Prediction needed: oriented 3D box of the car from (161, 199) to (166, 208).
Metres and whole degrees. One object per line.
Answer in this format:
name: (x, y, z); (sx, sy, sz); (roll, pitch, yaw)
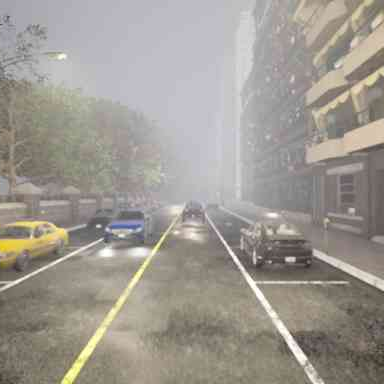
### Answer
car: (-5.718, 1.939, 55.621); (2.008, 1.369, 4.403); (0, 0, 0)

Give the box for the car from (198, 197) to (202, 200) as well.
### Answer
car: (0.139, 1.843, 45.893); (1.812, 1.442, 4.674); (0, 0, 0)

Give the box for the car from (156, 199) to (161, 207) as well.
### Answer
car: (-5.650, 1.748, 44.546); (1.967, 1.590, 4.097); (0, 0, 0)

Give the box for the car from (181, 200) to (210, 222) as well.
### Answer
car: (0.124, 1.682, 28.113); (2.128, 1.511, 4.902); (0, 0, 0)

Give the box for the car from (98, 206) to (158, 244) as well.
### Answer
car: (-2.997, 1.638, 16.611); (1.812, 1.442, 4.674); (0, -1, 0)

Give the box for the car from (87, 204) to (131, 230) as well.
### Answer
car: (-5.668, 1.717, 22.391); (1.947, 1.339, 4.313); (0, 0, 0)

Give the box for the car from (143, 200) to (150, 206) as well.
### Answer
car: (-5.659, 1.811, 33.468); (1.802, 1.307, 4.206); (0, 0, 0)

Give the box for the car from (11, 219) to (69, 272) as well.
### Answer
car: (-5.677, 1.600, 11.144); (1.752, 1.417, 4.829); (0, 0, 0)

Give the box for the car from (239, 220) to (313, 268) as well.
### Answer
car: (2.703, 1.627, 11.309); (2.008, 1.369, 4.403); (0, 0, 0)

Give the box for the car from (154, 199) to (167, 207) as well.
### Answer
car: (-5.765, 1.974, 61.161); (1.887, 1.381, 4.507); (0, 0, 0)

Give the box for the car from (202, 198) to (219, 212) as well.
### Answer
car: (2.730, 1.858, 44.540); (2.008, 1.369, 4.403); (0, 0, 0)

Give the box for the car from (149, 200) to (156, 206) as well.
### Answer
car: (-5.654, 1.792, 38.836); (1.752, 1.417, 4.829); (0, 0, 0)

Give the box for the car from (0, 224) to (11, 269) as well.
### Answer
car: (-5.681, 1.354, 5.777); (2.192, 1.841, 5.009); (0, 0, 0)

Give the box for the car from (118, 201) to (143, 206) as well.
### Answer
car: (-5.663, 1.630, 27.930); (1.967, 1.590, 4.097); (0, 0, 0)
